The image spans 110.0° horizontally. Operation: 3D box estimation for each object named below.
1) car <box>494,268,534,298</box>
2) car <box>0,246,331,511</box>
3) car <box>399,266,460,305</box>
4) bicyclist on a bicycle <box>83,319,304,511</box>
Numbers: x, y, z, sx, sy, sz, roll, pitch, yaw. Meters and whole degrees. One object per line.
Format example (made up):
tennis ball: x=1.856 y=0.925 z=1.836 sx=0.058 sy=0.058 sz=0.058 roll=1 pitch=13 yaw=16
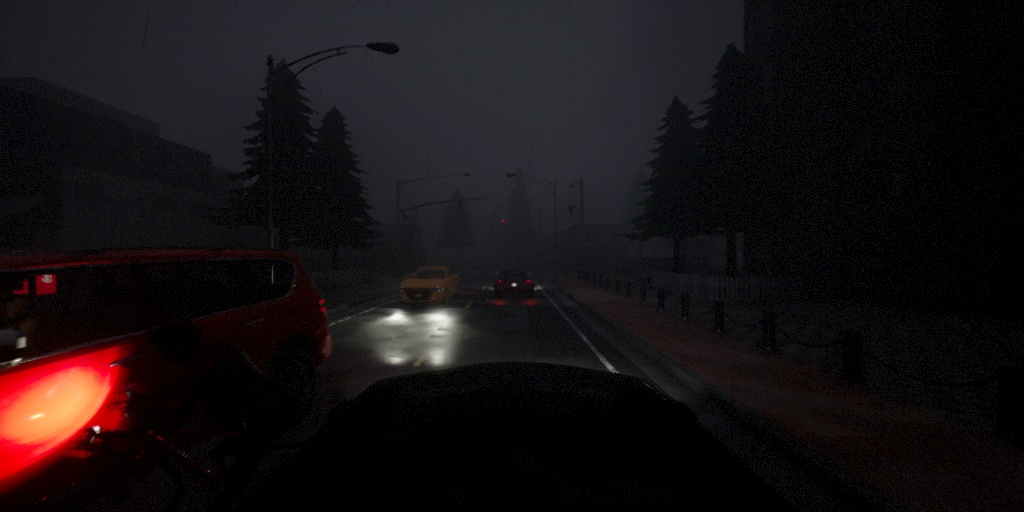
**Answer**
car: x=0.102 y=1.301 z=18.598 sx=1.994 sy=1.385 sz=4.181 roll=0 pitch=0 yaw=0
car: x=-3.699 y=0.962 z=2.704 sx=2.150 sy=2.045 sz=5.566 roll=-2 pitch=1 yaw=3
car: x=-3.537 y=1.217 z=16.104 sx=1.882 sy=1.535 sz=5.008 roll=0 pitch=0 yaw=0
bicyclist on a bicycle: x=-2.056 y=1.196 z=2.435 sx=1.656 sy=1.620 sz=0.582 roll=7 pitch=16 yaw=-21
